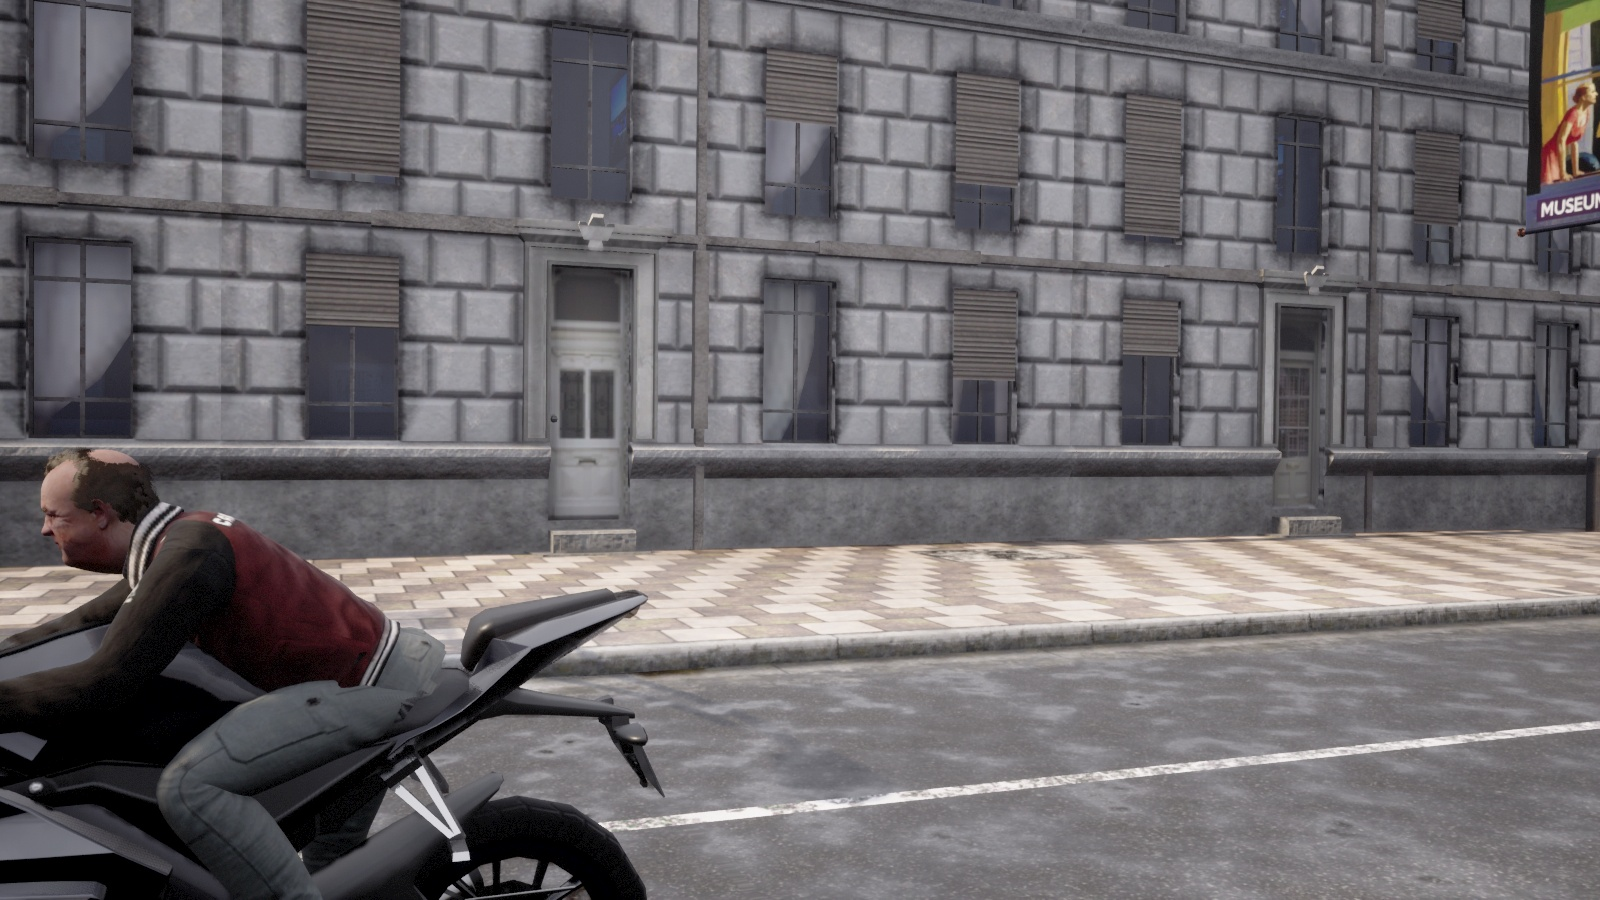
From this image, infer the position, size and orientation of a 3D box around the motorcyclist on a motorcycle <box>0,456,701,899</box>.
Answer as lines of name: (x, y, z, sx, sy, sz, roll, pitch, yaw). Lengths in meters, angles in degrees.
motorcyclist on a motorcycle: (-1.392, 0.804, 2.711, 2.191, 1.530, 0.866, -1, 1, -21)
